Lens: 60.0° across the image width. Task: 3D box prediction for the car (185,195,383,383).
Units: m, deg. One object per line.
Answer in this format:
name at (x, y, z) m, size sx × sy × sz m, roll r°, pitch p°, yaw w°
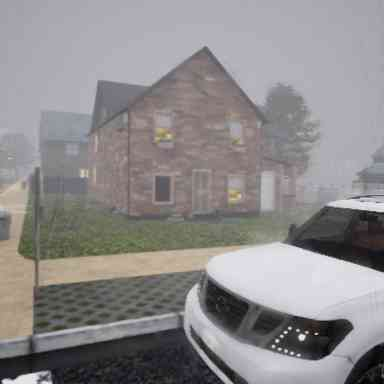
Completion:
car at (2.715, 1.090, 4.342) m, size 5.566 × 2.045 × 2.150 m, roll 0°, pitch 3°, yaw -24°
